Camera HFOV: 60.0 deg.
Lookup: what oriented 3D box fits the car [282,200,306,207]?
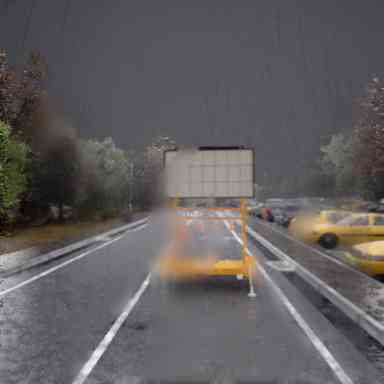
[{"bbox_3d":[23.687,2.699,77.663,4.892,1.521,2.231,-1,-2,3],"label":"car"}]

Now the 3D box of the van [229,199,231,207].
[{"bbox_3d":[9.728,2.139,61.859,4.442,1.987,1.878,-1,-1,3],"label":"van"}]

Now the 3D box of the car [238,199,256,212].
[{"bbox_3d":[8.608,1.995,39.677,5.366,1.575,1.946,-1,-1,3],"label":"car"}]

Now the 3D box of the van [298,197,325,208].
[{"bbox_3d":[22.923,2.042,63.996,4.442,1.987,1.878,-1,-1,3],"label":"van"}]

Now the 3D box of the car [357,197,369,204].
[{"bbox_3d":[21.691,1.555,36.192,5.566,2.045,2.435,-1,-1,3],"label":"car"}]

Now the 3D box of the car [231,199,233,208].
[{"bbox_3d":[9.578,2.272,56.305,5.008,1.535,2.097,-1,-1,3],"label":"car"}]

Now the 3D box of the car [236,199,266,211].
[{"bbox_3d":[9.419,2.101,53.535,4.553,1.767,2.185,-1,-1,3],"label":"car"}]

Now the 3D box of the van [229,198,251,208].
[{"bbox_3d":[10.123,2.350,70.159,4.442,1.987,1.878,-1,-2,3],"label":"van"}]

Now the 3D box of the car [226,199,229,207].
[{"bbox_3d":[10.004,2.158,64.625,5.566,2.045,2.435,-1,-1,3],"label":"car"}]

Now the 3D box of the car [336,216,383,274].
[{"bbox_3d":[7.161,1.576,9.187,5.366,1.575,1.946,-1,0,3],"label":"car"}]

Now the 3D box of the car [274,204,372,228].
[{"bbox_3d":[7.866,1.685,20.259,4.892,1.521,2.231,-1,-1,3],"label":"car"}]

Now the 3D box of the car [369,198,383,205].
[{"bbox_3d":[21.560,1.509,33.425,5.566,2.045,2.435,-1,-1,3],"label":"car"}]

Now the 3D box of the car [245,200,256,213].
[{"bbox_3d":[8.633,1.980,36.896,4.792,1.488,2.163,-1,-1,3],"label":"car"}]

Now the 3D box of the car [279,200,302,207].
[{"bbox_3d":[23.820,2.788,80.428,5.008,1.535,2.097,-1,-2,3],"label":"car"}]

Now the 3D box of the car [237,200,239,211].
[{"bbox_3d":[9.050,2.089,45.214,4.892,1.521,2.231,-1,-1,3],"label":"car"}]

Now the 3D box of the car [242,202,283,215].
[{"bbox_3d":[8.931,2.043,42.440,4.892,1.521,2.231,-1,-1,3],"label":"car"}]

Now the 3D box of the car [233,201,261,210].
[{"bbox_3d":[9.718,2.358,59.076,4.674,1.452,2.002,-1,-1,3],"label":"car"}]

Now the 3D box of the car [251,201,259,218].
[{"bbox_3d":[8.370,1.889,31.351,4.792,1.488,2.163,-1,-1,3],"label":"car"}]

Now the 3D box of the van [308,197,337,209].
[{"bbox_3d":[22.893,1.947,58.444,4.442,1.987,1.878,-1,-1,3],"label":"van"}]

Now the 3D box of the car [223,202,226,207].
[{"bbox_3d":[10.775,2.937,81.232,5.008,1.535,2.097,-1,-2,3],"label":"car"}]

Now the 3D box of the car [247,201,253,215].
[{"bbox_3d":[8.501,1.934,34.124,4.792,1.488,2.163,-1,-1,3],"label":"car"}]

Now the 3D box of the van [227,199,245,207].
[{"bbox_3d":[11.016,2.801,84.006,4.442,1.987,1.878,-1,-2,3],"label":"van"}]

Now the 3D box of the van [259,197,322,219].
[{"bbox_3d":[8.381,1.586,28.576,4.442,1.987,1.878,-1,-1,3],"label":"van"}]

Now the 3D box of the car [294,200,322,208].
[{"bbox_3d":[23.171,2.336,66.601,5.008,1.535,2.097,-1,-2,3],"label":"car"}]

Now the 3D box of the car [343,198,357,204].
[{"bbox_3d":[21.979,1.897,41.721,5.008,1.535,2.097,-1,-1,3],"label":"car"}]

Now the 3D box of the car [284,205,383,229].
[{"bbox_3d":[7.926,1.645,17.486,5.366,1.575,1.946,-1,-1,3],"label":"car"}]

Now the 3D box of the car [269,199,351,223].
[{"bbox_3d":[8.033,1.598,23.035,4.553,1.767,2.185,-1,-1,3],"label":"car"}]

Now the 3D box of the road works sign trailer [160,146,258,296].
[{"bbox_3d":[0.474,0.582,8.999,2.380,3.560,2.880,-1,-1,5],"label":"road works sign trailer"}]

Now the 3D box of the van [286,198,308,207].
[{"bbox_3d":[23.676,2.380,74.899,4.442,1.987,1.878,-1,-2,3],"label":"van"}]

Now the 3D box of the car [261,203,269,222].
[{"bbox_3d":[8.165,1.796,25.802,4.792,1.488,2.163,-1,-1,3],"label":"car"}]

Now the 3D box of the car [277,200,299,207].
[{"bbox_3d":[23.958,2.882,83.319,5.008,1.535,2.097,-1,-2,3],"label":"car"}]

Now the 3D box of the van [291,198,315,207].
[{"bbox_3d":[23.179,2.202,69.380,4.442,1.987,1.878,-1,-2,3],"label":"van"}]

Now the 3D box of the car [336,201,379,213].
[{"bbox_3d":[22.125,1.985,44.611,4.674,1.452,2.002,-1,-1,3],"label":"car"}]

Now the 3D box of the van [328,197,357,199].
[{"bbox_3d":[22.367,1.764,47.378,4.442,1.987,1.878,-1,-1,3],"label":"van"}]

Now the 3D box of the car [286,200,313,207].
[{"bbox_3d":[23.245,2.516,72.139,5.366,1.575,1.946,-1,-2,3],"label":"car"}]

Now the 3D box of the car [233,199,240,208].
[{"bbox_3d":[9.003,2.133,47.995,5.366,1.575,1.946,-1,-1,3],"label":"car"}]

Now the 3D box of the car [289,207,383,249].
[{"bbox_3d":[7.430,1.623,14.853,5.366,1.575,1.946,-1,0,3],"label":"car"}]

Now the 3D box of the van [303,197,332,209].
[{"bbox_3d":[23.018,1.991,61.086,4.442,1.987,1.878,-1,-1,3],"label":"van"}]
